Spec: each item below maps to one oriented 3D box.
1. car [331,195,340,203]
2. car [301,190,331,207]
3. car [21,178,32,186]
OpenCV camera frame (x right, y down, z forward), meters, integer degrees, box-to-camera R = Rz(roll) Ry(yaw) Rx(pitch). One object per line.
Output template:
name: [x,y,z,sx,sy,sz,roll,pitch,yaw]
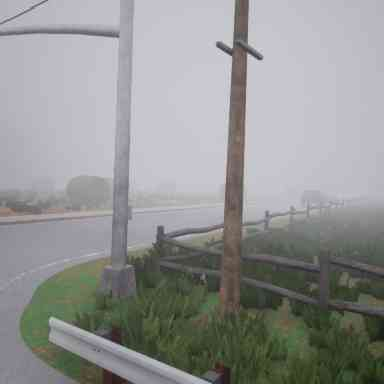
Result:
car: [21.167,1.133,50.725,1.994,1.385,4.181,3,2,33]
car: [15.415,0.811,41.828,2.150,2.045,5.566,3,2,34]
car: [-39.171,-2.324,79.237,1.905,1.878,3.866,8,2,-13]
